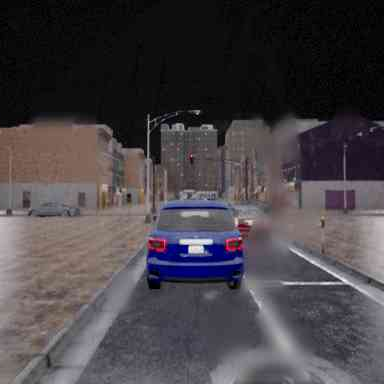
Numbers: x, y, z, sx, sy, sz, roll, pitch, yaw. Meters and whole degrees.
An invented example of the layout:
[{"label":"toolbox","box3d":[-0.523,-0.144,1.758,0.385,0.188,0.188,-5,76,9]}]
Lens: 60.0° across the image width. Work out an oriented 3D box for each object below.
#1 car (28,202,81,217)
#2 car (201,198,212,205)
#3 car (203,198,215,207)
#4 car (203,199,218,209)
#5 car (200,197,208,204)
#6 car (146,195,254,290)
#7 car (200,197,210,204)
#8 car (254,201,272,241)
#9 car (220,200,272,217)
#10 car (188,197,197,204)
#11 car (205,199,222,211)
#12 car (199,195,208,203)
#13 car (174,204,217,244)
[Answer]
[{"label":"car","box3d":[-11.932,1.580,28.964,4.181,1.385,1.994,0,-2,0]},{"label":"car","box3d":[2.747,1.823,65.392,1.947,1.339,4.313,1,-1,0]},{"label":"car","box3d":[2.733,1.697,54.687,1.752,1.417,4.829,1,0,0]},{"label":"car","box3d":[2.724,1.700,49.080,1.947,1.339,4.313,1,0,0]},{"label":"car","box3d":[2.763,1.884,76.437,1.752,1.417,4.829,1,-1,0]},{"label":"car","box3d":[0.054,1.227,9.232,2.150,2.045,5.566,0,0,-1]},{"label":"car","box3d":[2.756,1.833,70.999,1.752,1.417,4.829,1,-1,0]},{"label":"car","box3d":[2.684,1.456,16.896,1.967,1.590,4.097,2,0,0]},{"label":"car","box3d":[5.310,1.595,32.645,4.892,1.490,1.837,0,-1,13]},{"label":"car","box3d":[0.105,1.825,73.748,1.837,1.490,4.892,0,-1,0]},{"label":"car","box3d":[2.717,1.668,43.643,1.947,1.339,4.313,1,0,0]},{"label":"car","box3d":[2.775,1.727,81.708,2.192,1.841,5.009,1,-1,0]},{"label":"car","box3d":[0.120,1.494,17.083,1.882,1.535,5.008,0,0,-1]}]
